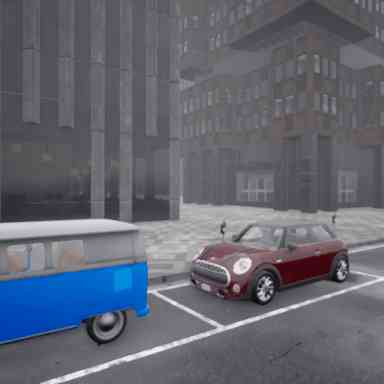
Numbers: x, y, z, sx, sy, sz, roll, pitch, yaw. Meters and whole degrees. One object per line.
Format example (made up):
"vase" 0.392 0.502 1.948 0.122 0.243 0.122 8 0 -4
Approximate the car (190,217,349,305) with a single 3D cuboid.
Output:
"car" 1.920 1.433 7.987 4.097 1.590 1.967 0 0 -35

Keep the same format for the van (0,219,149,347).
"van" -2.592 1.340 4.798 3.998 1.788 1.690 0 0 -35
